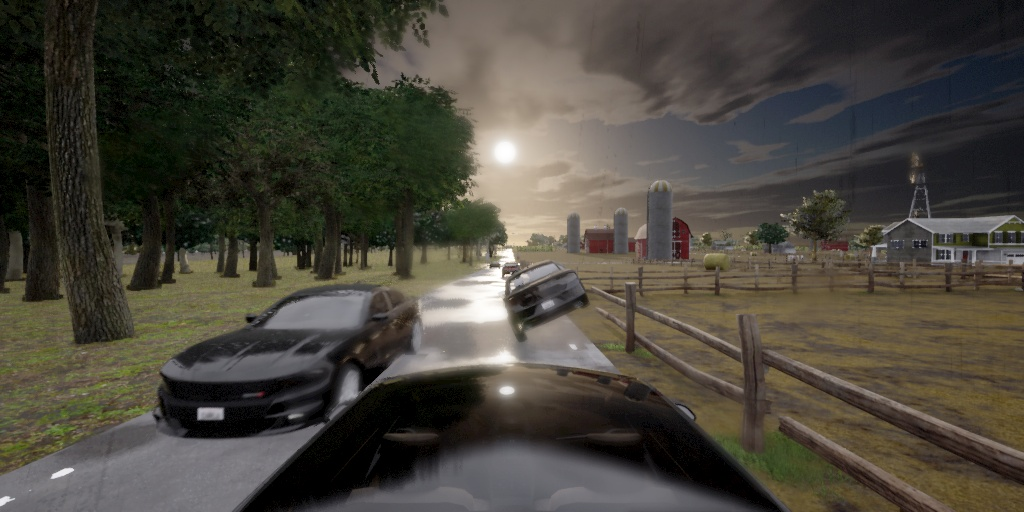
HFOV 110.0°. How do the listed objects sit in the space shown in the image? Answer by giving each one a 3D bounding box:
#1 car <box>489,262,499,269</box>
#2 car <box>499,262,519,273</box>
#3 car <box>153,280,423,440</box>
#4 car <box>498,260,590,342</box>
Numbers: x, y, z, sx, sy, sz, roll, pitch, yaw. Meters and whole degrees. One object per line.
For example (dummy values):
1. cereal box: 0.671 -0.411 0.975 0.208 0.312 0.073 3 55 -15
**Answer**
1. car: -3.027 1.636 63.546 1.895 1.301 4.718 0 0 0
2. car: -0.085 1.375 36.458 1.837 1.490 4.892 0 0 0
3. car: -2.868 1.227 5.896 1.882 1.535 5.008 0 0 0
4. car: 0.700 0.975 9.892 1.882 1.535 5.008 -24 -2 -1
